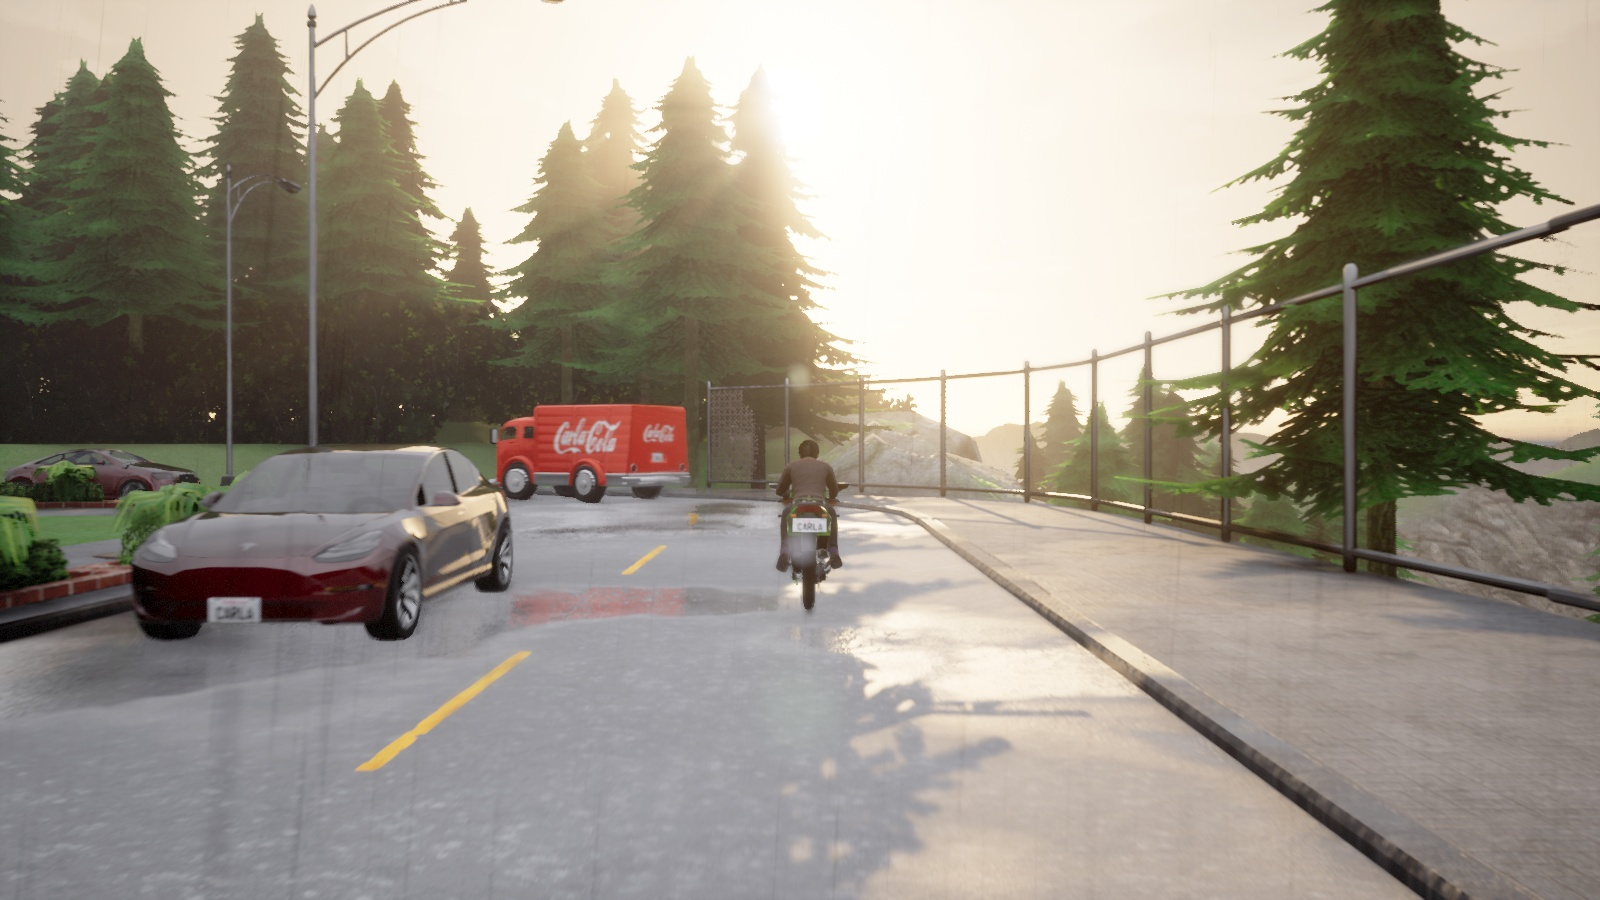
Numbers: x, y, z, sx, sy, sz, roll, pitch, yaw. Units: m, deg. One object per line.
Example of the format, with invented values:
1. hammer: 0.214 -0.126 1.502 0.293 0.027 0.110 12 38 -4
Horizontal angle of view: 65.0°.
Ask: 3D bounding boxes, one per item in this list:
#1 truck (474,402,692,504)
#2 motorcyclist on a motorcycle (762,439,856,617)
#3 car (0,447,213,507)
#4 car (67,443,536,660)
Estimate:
1. truck: -5.684 0.072 32.662 5.204 2.467 2.627 0 0 34
2. motorcyclist on a motorcycle: 0.082 0.662 11.777 0.797 1.523 2.044 0 0 0
3. car: -16.619 0.627 30.085 4.181 1.385 1.994 0 0 0
4. car: -3.916 0.681 10.994 2.163 1.488 4.792 0 0 1
